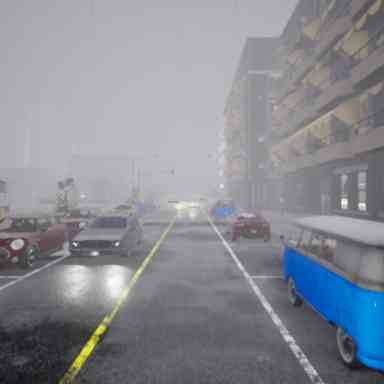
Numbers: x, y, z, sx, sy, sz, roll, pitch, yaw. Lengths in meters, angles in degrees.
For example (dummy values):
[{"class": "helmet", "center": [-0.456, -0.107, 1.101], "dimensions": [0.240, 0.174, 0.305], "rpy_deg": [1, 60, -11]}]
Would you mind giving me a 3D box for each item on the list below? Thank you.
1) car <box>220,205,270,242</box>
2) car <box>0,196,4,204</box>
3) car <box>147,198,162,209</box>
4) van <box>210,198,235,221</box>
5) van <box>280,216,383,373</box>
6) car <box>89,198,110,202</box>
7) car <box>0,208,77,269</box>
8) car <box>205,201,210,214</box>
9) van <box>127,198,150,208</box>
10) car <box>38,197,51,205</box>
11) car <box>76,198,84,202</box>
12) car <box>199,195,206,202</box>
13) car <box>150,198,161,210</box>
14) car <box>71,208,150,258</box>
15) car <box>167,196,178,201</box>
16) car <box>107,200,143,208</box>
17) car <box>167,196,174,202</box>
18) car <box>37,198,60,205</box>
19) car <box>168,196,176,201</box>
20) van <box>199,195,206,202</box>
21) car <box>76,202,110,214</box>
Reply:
[{"class": "car", "center": [2.696, 1.608, 16.766], "dimensions": [1.887, 1.381, 4.507], "rpy_deg": [1, 0, 0]}, {"class": "car", "center": [-42.933, 1.791, 71.184], "dimensions": [5.009, 1.841, 2.192], "rpy_deg": [0, -1, 1]}, {"class": "car", "center": [-5.660, 1.712, 50.606], "dimensions": [1.887, 1.381, 4.507], "rpy_deg": [1, 0, 0]}, {"class": "van", "center": [2.696, 1.442, 28.058], "dimensions": [1.690, 1.788, 3.998], "rpy_deg": [1, 0, 0]}, {"class": "van", "center": [2.702, 1.363, 5.473], "dimensions": [1.690, 1.788, 3.998], "rpy_deg": [1, 0, 0]}, {"class": "car", "center": [-19.737, 1.918, 70.915], "dimensions": [4.403, 1.369, 2.008], "rpy_deg": [0, -1, 1]}, {"class": "car", "center": [-5.654, 1.483, 11.085], "dimensions": [1.967, 1.590, 4.097], "rpy_deg": [1, 0, 0]}, {"class": "car", "center": [2.691, 1.685, 33.703], "dimensions": [1.947, 1.339, 4.313], "rpy_deg": [1, 0, 0]}, {"class": "van", "center": [-5.653, 1.460, 33.669], "dimensions": [1.690, 1.788, 3.998], "rpy_deg": [1, 0, 0]}, {"class": "car", "center": [-26.394, 1.689, 62.368], "dimensions": [4.097, 1.590, 1.967], "rpy_deg": [0, -1, 1]}, {"class": "car", "center": [-25.218, 1.959, 70.989], "dimensions": [4.313, 1.339, 1.947], "rpy_deg": [0, -1, 1]}, {"class": "car", "center": [2.679, 1.792, 83.128], "dimensions": [2.008, 1.369, 4.403], "rpy_deg": [1, 0, 0]}, {"class": "car", "center": [-5.657, 1.592, 44.960], "dimensions": [1.967, 1.590, 4.097], "rpy_deg": [1, 0, 0]}, {"class": "car", "center": [-3.102, 1.599, 13.301], "dimensions": [2.033, 1.411, 5.357], "rpy_deg": [0, 0, 0]}, {"class": "car", "center": [-3.015, 1.387, 54.091], "dimensions": [1.895, 1.301, 4.718], "rpy_deg": [0, 0, 0]}, {"class": "car", "center": [-5.654, 1.646, 28.022], "dimensions": [1.887, 1.381, 4.507], "rpy_deg": [1, 0, 0]}, {"class": "car", "center": [-5.704, 1.833, 88.670], "dimensions": [1.802, 1.307, 4.206], "rpy_deg": [1, 0, 0]}, {"class": "car", "center": [-30.698, 2.001, 71.062], "dimensions": [4.206, 1.307, 1.802], "rpy_deg": [0, -1, 1]}, {"class": "car", "center": [-5.704, 1.806, 94.250], "dimensions": [1.887, 1.381, 4.507], "rpy_deg": [1, 0, 0]}, {"class": "van", "center": [2.680, 1.592, 88.707], "dimensions": [1.690, 1.788, 3.998], "rpy_deg": [1, 0, 0]}, {"class": "car", "center": [-5.650, 1.504, 16.732], "dimensions": [1.967, 1.590, 4.097], "rpy_deg": [1, 0, 0]}]
